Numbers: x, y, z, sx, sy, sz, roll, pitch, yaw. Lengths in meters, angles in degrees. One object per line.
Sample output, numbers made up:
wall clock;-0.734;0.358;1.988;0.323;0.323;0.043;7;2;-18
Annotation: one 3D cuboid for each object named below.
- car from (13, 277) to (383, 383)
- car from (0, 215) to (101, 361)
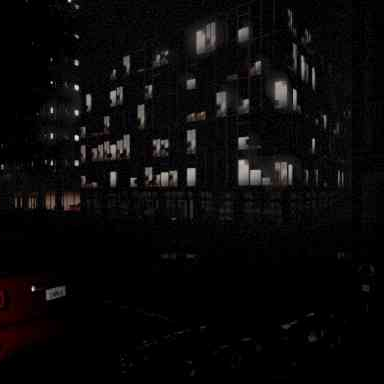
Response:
car;0.889;1.566;2.243;4.313;1.339;1.947;0;0;36
car;-3.606;1.315;5.452;5.009;1.841;2.192;0;0;36
